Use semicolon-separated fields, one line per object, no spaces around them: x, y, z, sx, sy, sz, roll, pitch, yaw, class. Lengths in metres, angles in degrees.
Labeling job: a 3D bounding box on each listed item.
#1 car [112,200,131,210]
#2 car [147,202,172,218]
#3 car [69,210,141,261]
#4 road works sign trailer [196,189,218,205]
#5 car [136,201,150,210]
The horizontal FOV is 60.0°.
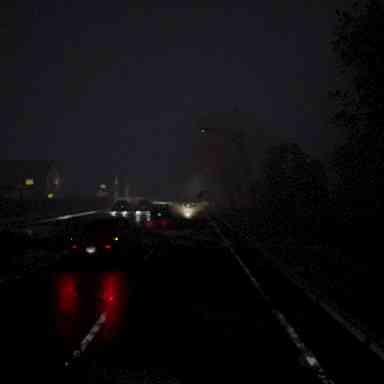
-9.800;1.903;46.329;1.837;1.490;4.892;0;-1;0;car
-3.124;1.899;34.203;1.895;1.301;4.718;0;0;0;car
-3.140;1.638;12.635;1.812;1.442;4.674;0;-1;0;car
2.600;0.388;65.810;3.560;2.880;2.380;5;-45;-48;road works sign trailer
-6.552;1.922;46.437;1.812;1.442;4.674;0;-1;0;car
